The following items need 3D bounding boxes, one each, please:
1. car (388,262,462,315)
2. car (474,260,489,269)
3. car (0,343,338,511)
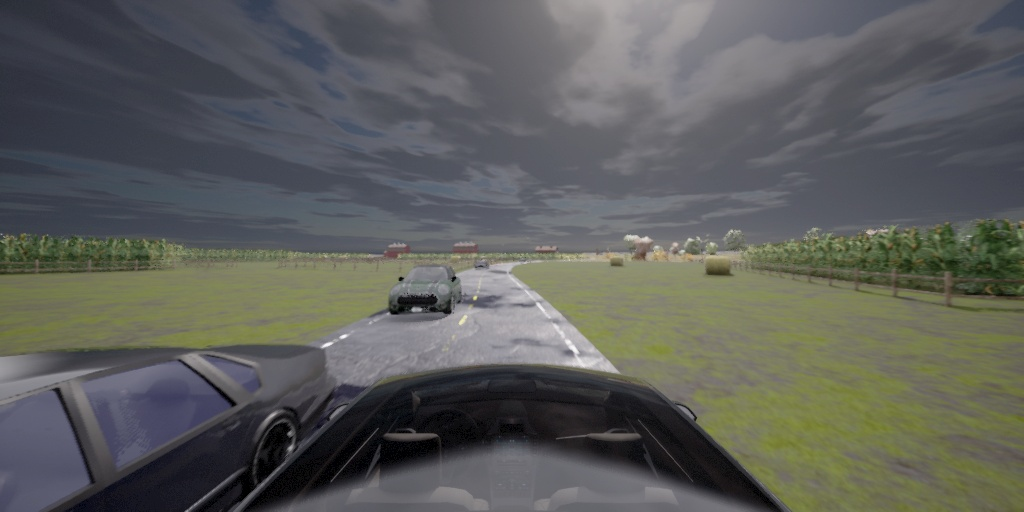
[{"bbox_3d":[-3.128,1.124,13.706,2.097,1.767,4.553,0,0,-2],"label":"car"},{"bbox_3d":[-4.755,1.383,56.784,1.994,1.385,4.181,0,0,1],"label":"car"},{"bbox_3d":[-2.880,1.305,1.700,2.033,1.411,5.357,0,0,0],"label":"car"}]
